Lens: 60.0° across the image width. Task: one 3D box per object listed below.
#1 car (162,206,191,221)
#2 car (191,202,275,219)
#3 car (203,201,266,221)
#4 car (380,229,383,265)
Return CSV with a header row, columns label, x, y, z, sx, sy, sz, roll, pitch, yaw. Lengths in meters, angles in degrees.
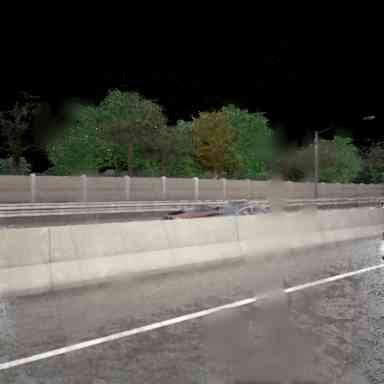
label,x,y,z,sx,sy,sz,roll,pitch,yaw
car,0.185,1.551,21.294,4.181,1.385,1.994,0,0,-35
car,2.672,1.479,18.767,4.902,1.511,2.128,0,0,-35
car,3.663,1.529,28.038,5.357,1.411,2.033,0,0,-35
car,7.240,1.212,8.892,5.566,2.045,2.150,0,0,-35
